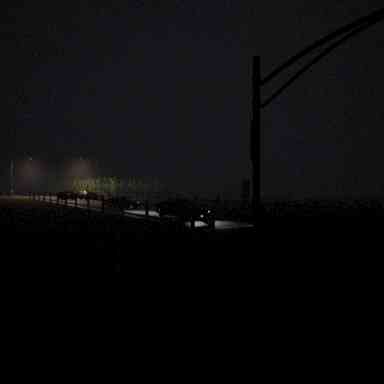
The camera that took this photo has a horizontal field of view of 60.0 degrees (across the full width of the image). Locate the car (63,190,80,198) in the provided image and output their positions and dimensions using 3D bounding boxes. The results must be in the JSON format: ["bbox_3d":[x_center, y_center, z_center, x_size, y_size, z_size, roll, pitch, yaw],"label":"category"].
[{"bbox_3d":[-22.528,0.355,62.022,1.882,1.535,5.008,0,1,-35],"label":"car"}]

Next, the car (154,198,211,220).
[{"bbox_3d":[-0.846,1.180,24.374,2.033,1.411,5.357,0,1,-35],"label":"car"}]

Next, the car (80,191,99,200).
[{"bbox_3d":[-16.662,0.602,53.592,2.033,1.411,5.357,0,1,-35],"label":"car"}]

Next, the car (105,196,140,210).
[{"bbox_3d":[-6.946,1.039,33.145,1.895,1.301,4.718,0,1,-35],"label":"car"}]

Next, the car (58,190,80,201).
[{"bbox_3d":[-19.064,0.536,50.700,1.882,1.535,5.008,0,1,-34],"label":"car"}]
